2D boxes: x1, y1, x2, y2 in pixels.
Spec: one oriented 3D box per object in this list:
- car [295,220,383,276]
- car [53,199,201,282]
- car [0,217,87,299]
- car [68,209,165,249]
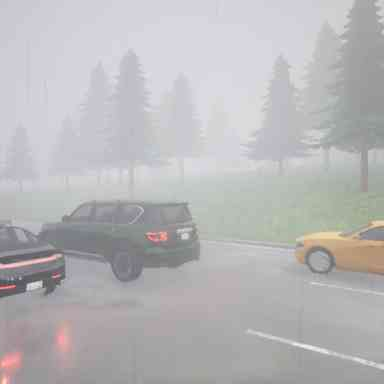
[{"bbox_3d":[5.299,1.478,8.809,5.008,1.535,1.882,0,0,36],"label":"car"},{"bbox_3d":[-2.357,1.221,9.990,5.566,2.045,2.150,0,0,35],"label":"car"},{"bbox_3d":[-4.830,1.491,7.455,4.902,1.511,2.128,0,0,36],"label":"car"},{"bbox_3d":[-3.473,1.564,15.099,4.181,1.385,1.994,0,0,35],"label":"car"}]
